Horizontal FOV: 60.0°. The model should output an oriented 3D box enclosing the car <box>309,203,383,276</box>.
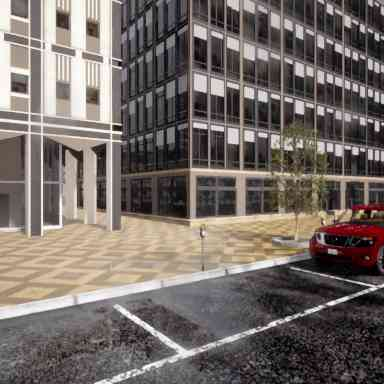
[{"bbox_3d":[5.874,1.314,10.582,5.009,1.841,2.192,0,0,-36],"label":"car"}]
